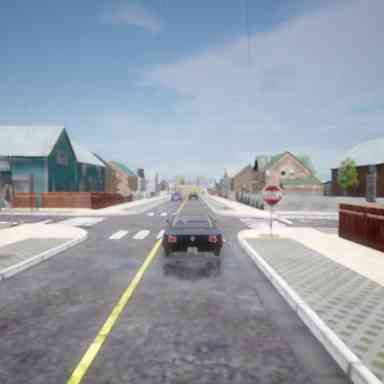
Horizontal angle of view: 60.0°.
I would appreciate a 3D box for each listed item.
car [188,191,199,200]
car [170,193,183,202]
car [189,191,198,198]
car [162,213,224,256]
[{"bbox_3d":[0.295,0.759,63.458,1.837,1.490,4.892,0,-1,1],"label":"car"},{"bbox_3d":[-2.582,0.835,56.043,1.812,1.442,4.674,0,0,1],"label":"car"},{"bbox_3d":[0.308,0.497,75.333,1.882,1.535,5.008,0,0,0],"label":"car"},{"bbox_3d":[-0.007,1.411,12.188,1.895,1.301,4.718,0,1,-1],"label":"car"}]
